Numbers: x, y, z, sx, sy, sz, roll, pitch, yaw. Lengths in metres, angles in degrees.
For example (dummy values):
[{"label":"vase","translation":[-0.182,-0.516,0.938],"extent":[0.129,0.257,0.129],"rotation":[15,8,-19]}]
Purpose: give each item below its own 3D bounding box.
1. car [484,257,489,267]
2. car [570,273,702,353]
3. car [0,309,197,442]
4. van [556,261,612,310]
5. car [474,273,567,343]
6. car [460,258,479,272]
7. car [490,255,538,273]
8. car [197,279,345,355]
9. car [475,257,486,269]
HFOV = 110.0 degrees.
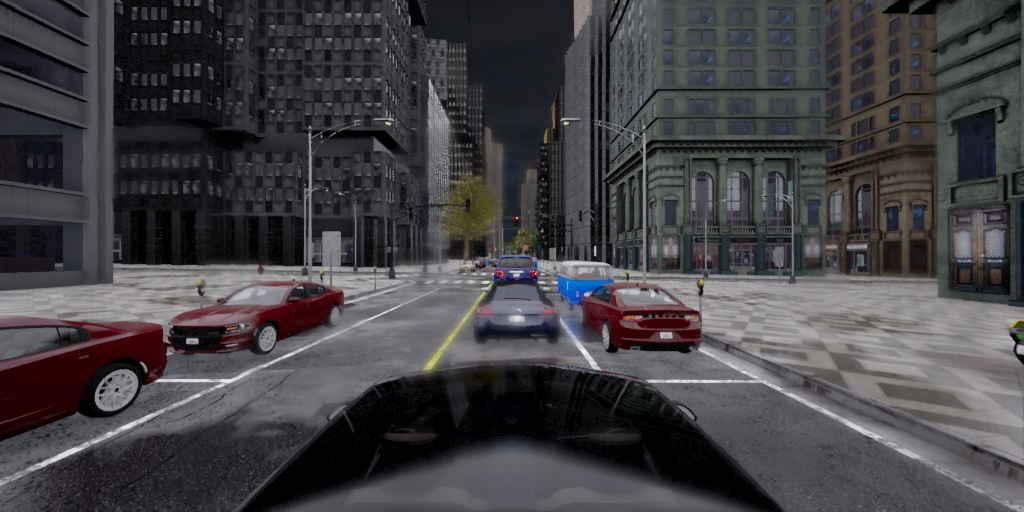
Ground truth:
[{"label":"car","translation":[-5.697,1.102,62.683],"extent":[2.192,1.841,5.009],"rotation":[0,0,0]},{"label":"car","translation":[2.784,1.296,8.694],"extent":[1.888,1.381,4.507],"rotation":[0,0,0]},{"label":"car","translation":[-5.776,1.295,3.196],"extent":[1.888,1.381,4.507],"rotation":[0,0,0]},{"label":"van","translation":[2.790,1.093,14.219],"extent":[1.690,1.789,3.998],"rotation":[0,0,0]},{"label":"car","translation":[0.110,1.315,9.653],"extent":[1.994,1.385,4.181],"rotation":[0,0,0]},{"label":"car","translation":[-5.720,1.297,46.644],"extent":[1.751,1.417,4.829],"rotation":[0,0,0]},{"label":"car","translation":[0.139,0.975,19.066],"extent":[2.150,2.045,5.566],"rotation":[0,0,-1]},{"label":"car","translation":[-5.772,1.296,8.721],"extent":[1.888,1.381,4.507],"rotation":[0,0,0]},{"label":"car","translation":[-5.702,1.326,57.394],"extent":[1.888,1.381,4.507],"rotation":[0,0,0]}]
